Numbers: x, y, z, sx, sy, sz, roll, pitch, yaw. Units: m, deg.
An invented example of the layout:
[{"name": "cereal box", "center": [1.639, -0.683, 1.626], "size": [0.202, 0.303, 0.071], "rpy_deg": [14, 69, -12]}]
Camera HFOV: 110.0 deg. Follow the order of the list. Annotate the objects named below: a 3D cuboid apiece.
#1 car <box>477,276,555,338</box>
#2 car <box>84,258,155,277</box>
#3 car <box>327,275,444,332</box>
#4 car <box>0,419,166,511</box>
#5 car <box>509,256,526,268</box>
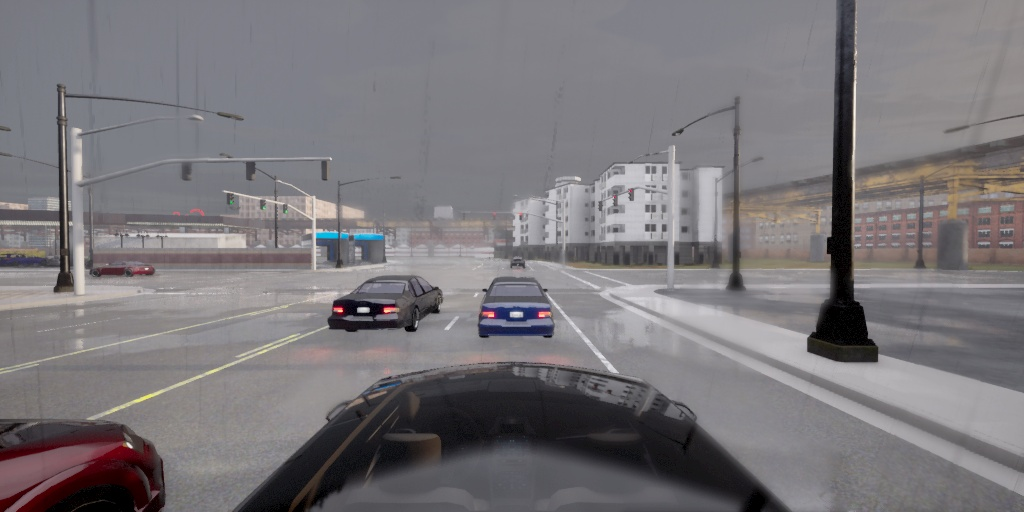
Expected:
[{"name": "car", "center": [0.092, 1.279, 10.120], "size": [2.033, 1.411, 5.357], "rpy_deg": [0, 0, 0]}, {"name": "car", "center": [-33.626, 1.084, 30.980], "size": [4.181, 1.385, 1.994], "rpy_deg": [0, 1, -1]}, {"name": "car", "center": [-3.404, 1.274, 10.724], "size": [2.033, 1.411, 5.357], "rpy_deg": [0, 0, 0]}, {"name": "car", "center": [-3.395, 1.314, 0.727], "size": [1.994, 1.385, 4.181], "rpy_deg": [0, 0, 0]}, {"name": "car", "center": [0.717, 0.772, 46.108], "size": [1.837, 1.490, 4.892], "rpy_deg": [0, 1, 0]}]
